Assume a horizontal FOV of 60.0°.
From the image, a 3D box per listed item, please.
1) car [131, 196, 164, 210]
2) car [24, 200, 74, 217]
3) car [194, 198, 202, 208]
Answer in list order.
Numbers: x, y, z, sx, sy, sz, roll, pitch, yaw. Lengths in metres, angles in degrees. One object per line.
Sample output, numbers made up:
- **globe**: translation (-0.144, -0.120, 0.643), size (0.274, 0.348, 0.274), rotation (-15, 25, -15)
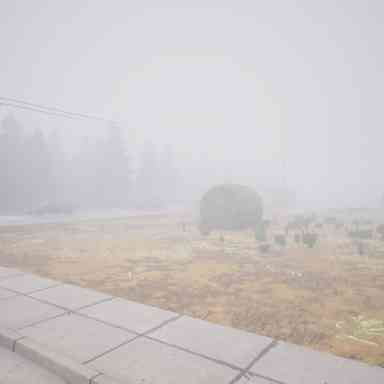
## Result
- **car**: translation (-5.686, 1.379, 42.919), size (2.097, 1.767, 4.553), rotation (0, 0, 37)
- **car**: translation (-13.672, 1.552, 32.101), size (1.812, 1.442, 4.674), rotation (0, 0, 36)
- **car**: translation (2.043, 1.552, 47.183), size (1.812, 1.442, 4.674), rotation (0, 0, 36)
